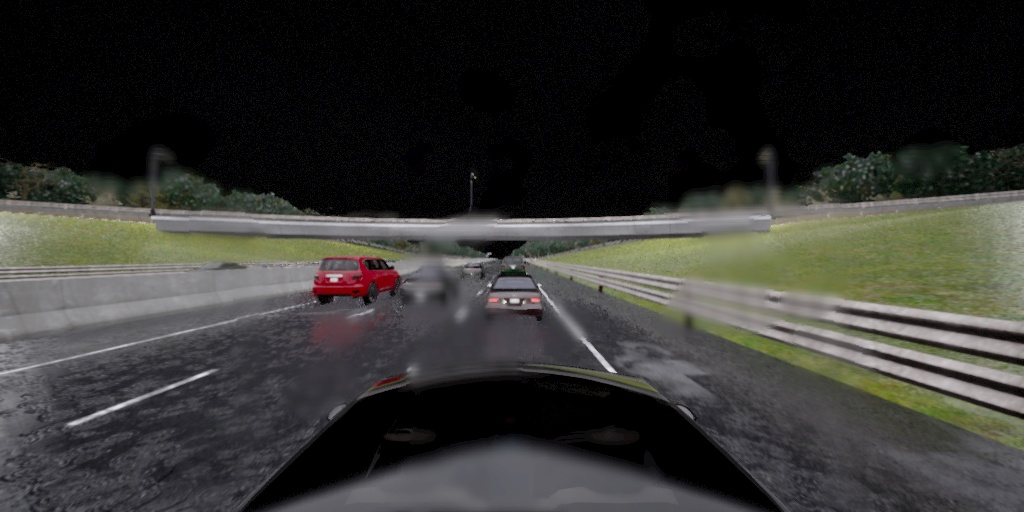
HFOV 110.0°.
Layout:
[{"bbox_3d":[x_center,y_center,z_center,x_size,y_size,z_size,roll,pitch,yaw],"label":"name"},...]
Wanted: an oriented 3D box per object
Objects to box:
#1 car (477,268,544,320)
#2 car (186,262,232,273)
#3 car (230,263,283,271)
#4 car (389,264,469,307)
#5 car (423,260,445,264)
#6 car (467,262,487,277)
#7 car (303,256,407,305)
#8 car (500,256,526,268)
[{"bbox_3d":[0.091,1.336,12.765,2.033,1.411,5.357,0,0,0],"label":"car"},{"bbox_3d":[-24.600,1.301,30.115,1.882,1.535,5.008,0,0,0],"label":"car"},{"bbox_3d":[-21.101,1.425,30.634,1.895,1.301,4.718,0,0,0],"label":"car"},{"bbox_3d":[-3.408,1.286,15.803,2.128,1.511,4.902,0,0,0],"label":"car"},{"bbox_3d":[-6.908,1.320,32.933,2.128,1.511,4.902,0,0,0],"label":"car"},{"bbox_3d":[-3.408,1.320,32.923,2.128,1.511,4.902,0,0,0],"label":"car"},{"bbox_3d":[-6.905,1.018,16.606,2.150,2.045,5.566,0,0,0],"label":"car"},{"bbox_3d":[0.094,1.048,32.082,2.150,2.045,5.566,0,0,0],"label":"car"}]
